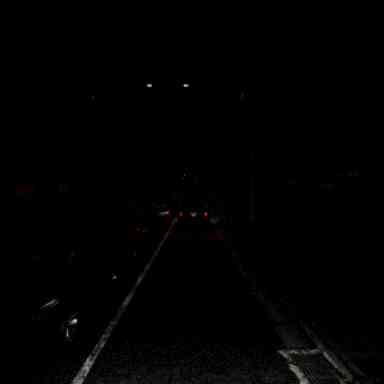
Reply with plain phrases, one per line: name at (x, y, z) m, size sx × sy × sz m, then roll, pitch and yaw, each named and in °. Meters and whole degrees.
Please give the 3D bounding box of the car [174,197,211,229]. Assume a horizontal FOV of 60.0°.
car at (0.117, 1.410, 22.273) m, size 2.097 × 1.767 × 4.553 m, roll 0°, pitch 0°, yaw 1°

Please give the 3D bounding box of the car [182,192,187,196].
car at (-2.553, 1.237, 67.286) m, size 1.887 × 1.381 × 4.507 m, roll 1°, pitch 1°, yaw 0°

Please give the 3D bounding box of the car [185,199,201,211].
car at (0.143, 1.566, 40.414) m, size 1.895 × 1.301 × 4.718 m, roll 0°, pitch 0°, yaw 0°

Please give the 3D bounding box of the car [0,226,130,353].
car at (-2.636, 1.610, 6.374) m, size 1.947 × 1.339 × 4.313 m, roll 0°, pitch 0°, yaw 0°

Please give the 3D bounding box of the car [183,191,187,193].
car at (-2.546, 1.149, 72.820) m, size 1.887 × 1.381 × 4.507 m, roll 1°, pitch 1°, yaw 0°

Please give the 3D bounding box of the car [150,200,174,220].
car at (-2.604, 1.613, 28.535) m, size 1.802 × 1.307 × 4.206 m, roll 0°, pitch 0°, yaw 0°

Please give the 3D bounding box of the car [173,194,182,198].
car at (-2.590, 1.411, 39.601) m, size 1.967 × 1.590 × 4.097 m, roll 0°, pitch 0°, yaw 0°

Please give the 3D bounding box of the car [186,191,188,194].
car at (-2.538, 1.035, 78.184) m, size 1.752 × 1.417 × 4.829 m, roll 1°, pitch 1°, yaw 0°

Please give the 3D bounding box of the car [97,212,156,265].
car at (-2.628, 1.631, 11.916) m, size 1.947 × 1.339 × 4.313 m, roll 0°, pitch 0°, yaw 0°

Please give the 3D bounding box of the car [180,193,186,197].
car at (-2.569, 1.386, 56.214) m, size 2.008 × 1.369 × 4.403 m, roll 1°, pitch 1°, yaw 0°

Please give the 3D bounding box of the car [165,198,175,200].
car at (-2.597, 1.567, 34.068) m, size 1.947 × 1.339 × 4.313 m, roll 0°, pitch 0°, yaw 0°
